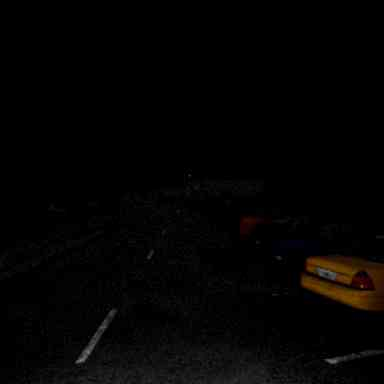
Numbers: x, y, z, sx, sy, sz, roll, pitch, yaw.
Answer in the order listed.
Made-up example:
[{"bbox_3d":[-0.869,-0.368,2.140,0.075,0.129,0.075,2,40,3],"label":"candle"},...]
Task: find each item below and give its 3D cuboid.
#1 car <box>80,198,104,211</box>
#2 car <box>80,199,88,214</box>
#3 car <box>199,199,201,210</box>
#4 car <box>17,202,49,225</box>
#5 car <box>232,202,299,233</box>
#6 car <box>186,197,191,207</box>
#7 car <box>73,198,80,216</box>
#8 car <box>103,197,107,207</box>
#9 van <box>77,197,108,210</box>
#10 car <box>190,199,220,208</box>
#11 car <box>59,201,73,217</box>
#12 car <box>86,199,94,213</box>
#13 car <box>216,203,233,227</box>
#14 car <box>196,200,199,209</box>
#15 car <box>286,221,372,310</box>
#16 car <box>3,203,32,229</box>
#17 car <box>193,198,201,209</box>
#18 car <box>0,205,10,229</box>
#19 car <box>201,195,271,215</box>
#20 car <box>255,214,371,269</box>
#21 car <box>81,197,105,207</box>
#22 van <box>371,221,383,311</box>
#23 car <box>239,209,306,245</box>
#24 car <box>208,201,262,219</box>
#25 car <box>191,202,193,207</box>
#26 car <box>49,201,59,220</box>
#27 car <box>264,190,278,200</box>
[{"bbox_3d":[-14.743,1.929,43.282,5.366,1.575,1.946,-1,-1,-24],"label":"car"},{"bbox_3d":[-14.491,1.915,37.293,4.674,1.452,2.002,-1,0,-23],"label":"car"},{"bbox_3d":[3.644,1.895,40.223,4.674,1.452,2.002,1,0,-24],"label":"car"},{"bbox_3d":[-13.874,1.758,25.465,5.008,1.535,2.097,-1,0,-22],"label":"car"},{"bbox_3d":[4.618,1.507,16.077,4.553,1.767,2.185,1,-1,-21],"label":"car"},{"bbox_3d":[2.265,1.988,55.198,5.366,1.575,1.946,1,0,-26],"label":"car"},{"bbox_3d":[-14.288,1.720,34.349,4.553,1.767,2.185,-1,0,-23],"label":"car"},{"bbox_3d":[-15.361,1.866,49.118,4.553,1.767,2.185,-1,0,-25],"label":"car"},{"bbox_3d":[-15.557,1.794,52.107,4.442,1.987,1.878,-1,-1,-25],"label":"van"},{"bbox_3d":[2.322,2.057,58.257,4.792,1.488,2.163,1,-1,-26],"label":"car"},{"bbox_3d":[-14.323,1.815,31.307,5.366,1.575,1.946,-1,0,-23],"label":"car"},{"bbox_3d":[-14.691,1.944,40.248,4.674,1.452,2.002,-1,0,-24],"label":"car"},{"bbox_3d":[4.494,1.688,22.122,5.008,1.535,2.097,1,-1,-22],"label":"car"},{"bbox_3d":[3.430,1.922,43.240,4.674,1.452,2.002,1,-1,-24],"label":"car"},{"bbox_3d":[4.913,1.550,7.096,5.366,1.575,1.946,1,-1,-20],"label":"car"},{"bbox_3d":[-13.743,1.758,22.522,4.792,1.488,2.163,-1,-1,-22],"label":"car"},{"bbox_3d":[3.219,1.912,46.251,4.892,1.521,2.231,1,0,-25],"label":"car"},{"bbox_3d":[-13.709,1.730,19.528,4.792,1.488,2.163,-1,0,-21],"label":"car"},{"bbox_3d":[4.131,1.520,31.162,5.566,2.045,2.435,1,0,-23],"label":"car"},{"bbox_3d":[4.730,1.577,10.039,5.008,1.535,2.097,1,0,-21],"label":"car"},{"bbox_3d":[-15.310,1.962,46.076,5.366,1.575,1.946,-1,0,-24],"label":"car"},{"bbox_3d":[4.647,1.294,3.970,4.442,1.987,1.878,1,0,-20],"label":"van"},{"bbox_3d":[4.675,1.606,13.057,4.892,1.521,2.231,1,-1,-21],"label":"car"},{"bbox_3d":[4.292,1.744,28.156,5.008,1.535,2.097,1,0,-23],"label":"car"},{"bbox_3d":[2.741,1.841,52.284,4.553,1.767,2.185,1,0,-25],"label":"car"},{"bbox_3d":[-14.040,1.662,28.417,4.553,1.767,2.185,-1,-1,-22],"label":"car"},{"bbox_3d":[16.963,0.855,70.449,2.002,1.452,4.674,-6,3,-30],"label":"car"}]
